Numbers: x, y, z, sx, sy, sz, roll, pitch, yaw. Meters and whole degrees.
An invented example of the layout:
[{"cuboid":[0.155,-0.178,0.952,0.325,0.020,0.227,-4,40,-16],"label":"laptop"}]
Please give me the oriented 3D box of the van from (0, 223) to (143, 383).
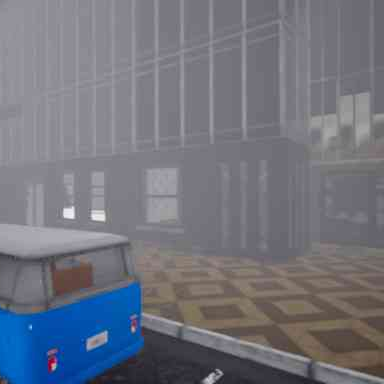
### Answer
[{"cuboid":[-2.532,1.387,4.673,3.998,1.788,1.690,-1,0,35],"label":"van"}]
